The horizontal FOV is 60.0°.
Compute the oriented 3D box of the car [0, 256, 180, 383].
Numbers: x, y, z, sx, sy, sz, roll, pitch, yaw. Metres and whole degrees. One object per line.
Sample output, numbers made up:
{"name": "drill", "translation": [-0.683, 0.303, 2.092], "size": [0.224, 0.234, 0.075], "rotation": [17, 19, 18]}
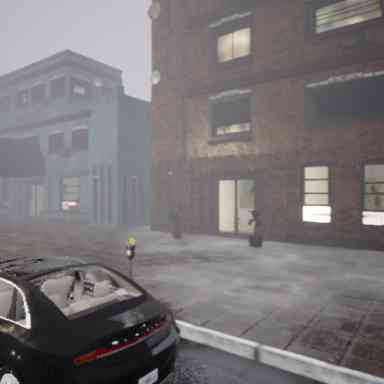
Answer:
{"name": "car", "translation": [-2.195, 1.551, 4.437], "size": [4.403, 1.369, 2.008], "rotation": [0, 0, 35]}
